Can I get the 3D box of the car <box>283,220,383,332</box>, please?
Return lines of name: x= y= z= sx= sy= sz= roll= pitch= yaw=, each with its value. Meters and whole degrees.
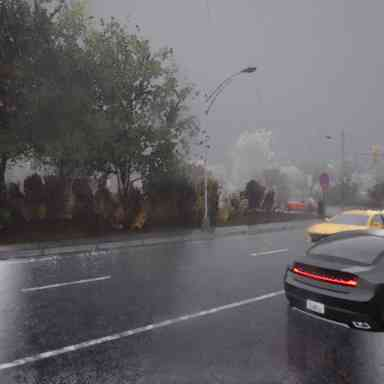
car: x=3.858 y=1.501 z=6.489 sx=4.892 sy=1.490 sz=1.837 roll=0 pitch=0 yaw=-35

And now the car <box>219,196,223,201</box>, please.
car: x=5.098 y=1.349 z=68.637 sx=1.994 sy=1.385 sz=4.181 roll=0 pitch=1 yaw=-33

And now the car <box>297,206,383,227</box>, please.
car: x=6.533 y=1.471 z=12.969 sx=5.008 sy=1.535 sz=1.882 roll=0 pitch=0 yaw=-35

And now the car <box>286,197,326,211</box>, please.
car: x=12.533 y=1.337 z=36.838 sx=2.097 sy=1.767 sz=4.553 roll=0 pitch=0 yaw=-32
